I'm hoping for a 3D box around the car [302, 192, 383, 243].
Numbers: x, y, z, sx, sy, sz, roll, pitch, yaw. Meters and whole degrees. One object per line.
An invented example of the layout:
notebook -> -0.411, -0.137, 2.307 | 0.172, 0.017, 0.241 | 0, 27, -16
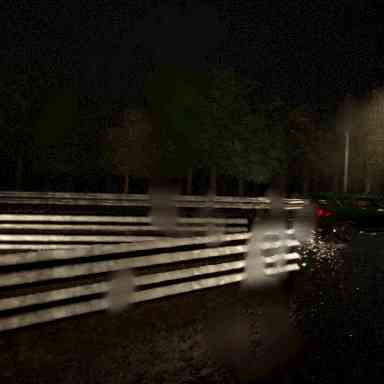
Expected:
car -> 7.818, 1.091, 14.912 | 5.566, 2.045, 2.150 | 2, 1, -7
